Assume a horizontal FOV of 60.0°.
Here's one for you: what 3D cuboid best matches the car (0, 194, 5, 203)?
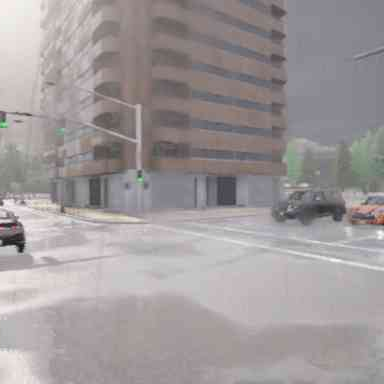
[{"bbox_3d":[-27.192,0.998,45.754,2.097,1.767,4.553,-1,1,-36],"label":"car"}]

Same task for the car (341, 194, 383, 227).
[{"bbox_3d":[10.965,0.997,19.138,4.553,1.767,2.097,-1,1,-35],"label":"car"}]

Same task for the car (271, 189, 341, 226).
[{"bbox_3d":[7.432,0.875,20.939,5.566,2.045,2.150,-1,1,-36],"label":"car"}]

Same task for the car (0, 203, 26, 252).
[{"bbox_3d":[-7.617,1.391,12.599,2.128,1.511,4.902,-1,1,-36],"label":"car"}]
